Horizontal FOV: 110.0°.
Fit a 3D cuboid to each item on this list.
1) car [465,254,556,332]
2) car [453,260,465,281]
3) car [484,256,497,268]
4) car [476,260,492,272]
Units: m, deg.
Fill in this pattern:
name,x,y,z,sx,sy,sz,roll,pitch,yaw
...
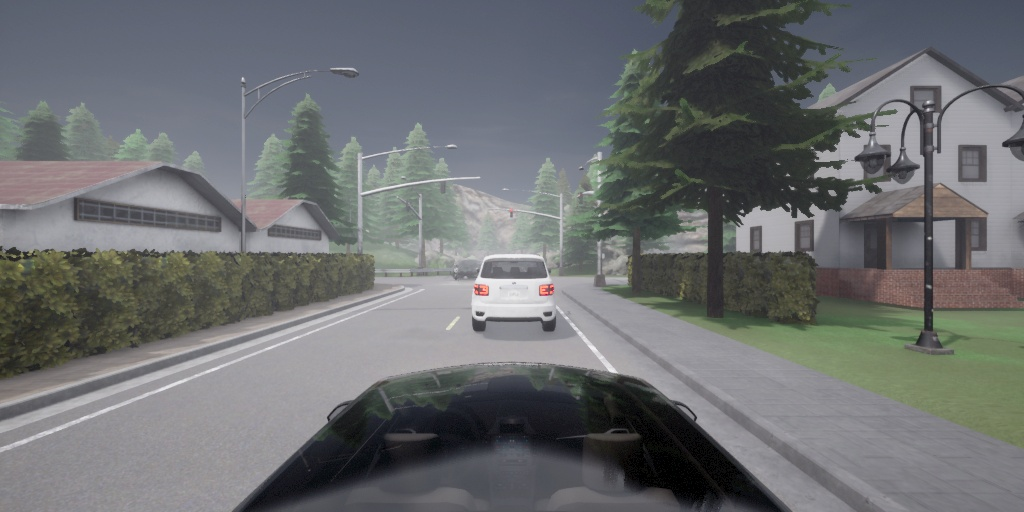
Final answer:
name,x,y,z,sx,sy,sz,roll,pitch,yaw
car,0.064,0.971,11.048,2.150,2.045,5.566,0,0,0
car,-3.600,1.094,30.010,2.097,1.767,4.553,0,0,0
car,-3.661,0.972,62.018,2.150,2.045,5.566,0,0,-2
car,-3.595,1.275,46.776,1.812,1.442,4.674,0,0,0
